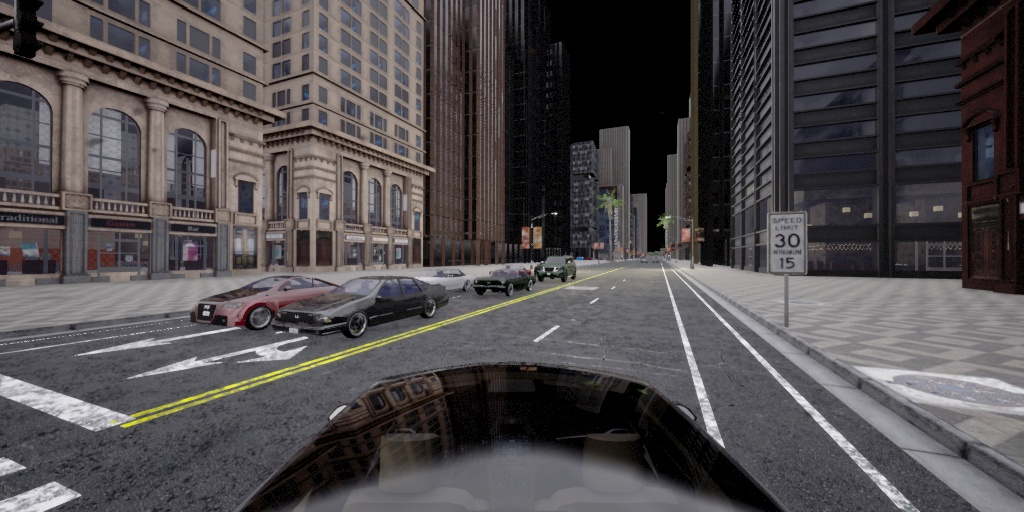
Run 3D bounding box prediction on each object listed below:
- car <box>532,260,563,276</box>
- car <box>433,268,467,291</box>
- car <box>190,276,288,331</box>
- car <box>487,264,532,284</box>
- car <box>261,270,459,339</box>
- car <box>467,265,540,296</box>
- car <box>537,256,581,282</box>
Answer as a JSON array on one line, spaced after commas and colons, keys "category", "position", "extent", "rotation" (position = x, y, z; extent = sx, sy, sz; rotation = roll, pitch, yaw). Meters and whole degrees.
[{"category": "car", "position": [3.836, 1.250, 37.915], "extent": [1.882, 1.535, 5.008], "rotation": [0, 0, 23]}, {"category": "car", "position": [-3.871, 1.356, 19.278], "extent": [1.895, 1.301, 4.718], "rotation": [0, 0, 22]}, {"category": "car", "position": [-7.198, 1.315, 11.173], "extent": [1.994, 1.385, 4.181], "rotation": [0, 0, 23]}, {"category": "car", "position": [-0.081, 1.364, 28.490], "extent": [1.895, 1.301, 4.718], "rotation": [0, 0, 23]}, {"category": "car", "position": [-3.934, 1.299, 10.576], "extent": [2.033, 1.411, 5.357], "rotation": [0, 0, 22]}, {"category": "car", "position": [-0.287, 1.357, 19.444], "extent": [1.895, 1.301, 4.718], "rotation": [0, 0, 23]}, {"category": "car", "position": [3.785, 0.986, 29.336], "extent": [2.150, 2.045, 5.566], "rotation": [0, 0, 22]}]
